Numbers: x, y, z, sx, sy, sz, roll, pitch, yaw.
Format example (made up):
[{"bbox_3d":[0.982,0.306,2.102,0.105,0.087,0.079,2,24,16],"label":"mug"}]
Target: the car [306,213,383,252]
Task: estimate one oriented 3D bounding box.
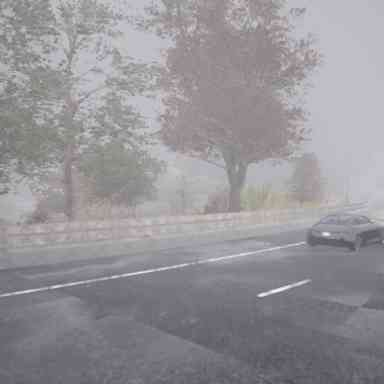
[{"bbox_3d":[6.654,1.593,14.184,4.181,1.385,1.994,0,0,-43],"label":"car"}]
